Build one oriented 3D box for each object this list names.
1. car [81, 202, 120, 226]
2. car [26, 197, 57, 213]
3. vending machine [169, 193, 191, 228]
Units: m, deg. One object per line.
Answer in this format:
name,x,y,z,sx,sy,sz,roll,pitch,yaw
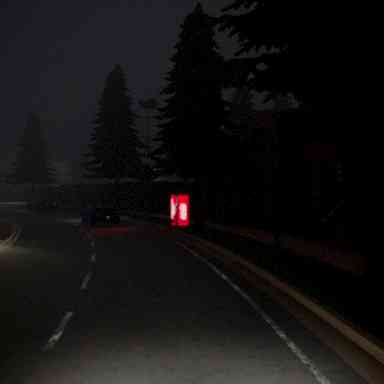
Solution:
car,-6.475,1.452,23.250,1.882,1.535,5.008,0,0,-28
car,-16.656,1.347,36.647,2.097,1.767,4.553,0,0,-41
vending machine,-0.748,1.145,20.832,1.100,2.100,0.880,0,0,-24
